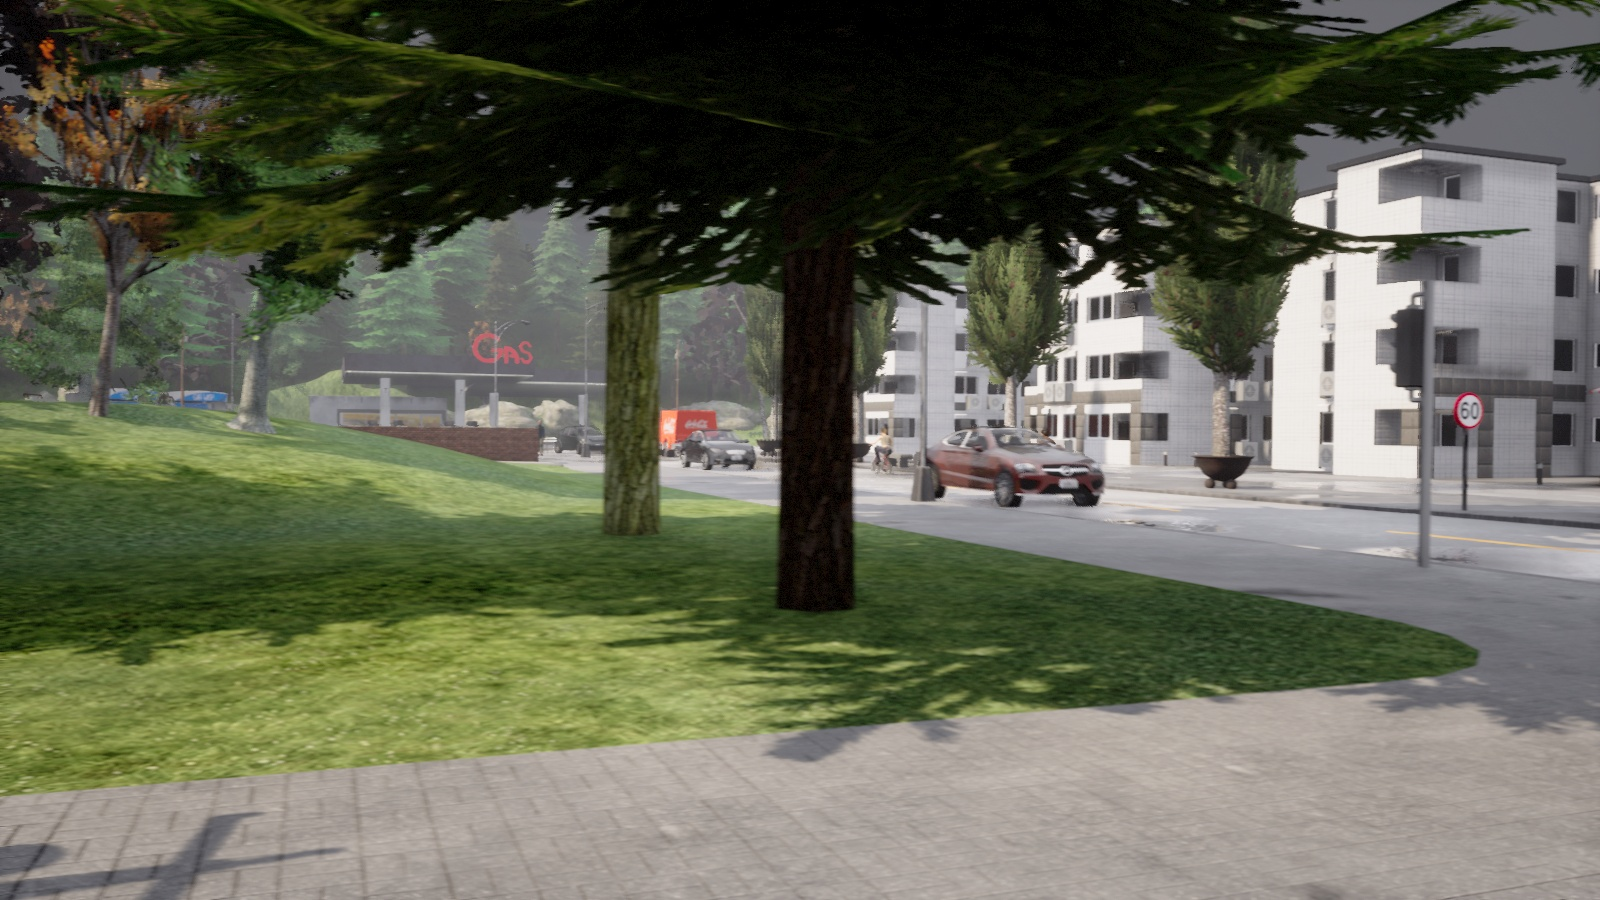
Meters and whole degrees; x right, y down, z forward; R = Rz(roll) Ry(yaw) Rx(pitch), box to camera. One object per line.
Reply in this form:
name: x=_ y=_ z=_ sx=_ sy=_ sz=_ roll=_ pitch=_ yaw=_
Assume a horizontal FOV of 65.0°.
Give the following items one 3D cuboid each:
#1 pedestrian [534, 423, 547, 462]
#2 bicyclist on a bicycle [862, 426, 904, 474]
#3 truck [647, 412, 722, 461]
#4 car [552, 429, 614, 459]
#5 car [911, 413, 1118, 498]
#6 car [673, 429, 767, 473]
pedestrian: x=-12.440 y=-0.351 z=60.223 sx=0.402 sy=1.842 sz=0.726 roll=-1 pitch=1 yaw=-25
bicyclist on a bicycle: x=2.819 y=-0.015 z=42.804 sx=0.866 sy=1.612 sz=1.509 roll=-1 pitch=1 yaw=-21
truck: x=-6.173 y=-0.727 z=66.452 sx=2.627 sy=2.467 sz=5.204 roll=-1 pitch=1 yaw=-21
car: x=-12.194 y=-0.336 z=70.415 sx=1.851 sy=1.617 sz=3.988 roll=-1 pitch=1 yaw=-35
car: x=4.478 y=0.069 z=27.148 sx=2.152 sy=1.651 sz=5.027 roll=-1 pitch=1 yaw=-21
car: x=-3.074 y=0.004 z=47.041 sx=2.128 sy=1.511 sz=4.902 roll=-1 pitch=1 yaw=-21
